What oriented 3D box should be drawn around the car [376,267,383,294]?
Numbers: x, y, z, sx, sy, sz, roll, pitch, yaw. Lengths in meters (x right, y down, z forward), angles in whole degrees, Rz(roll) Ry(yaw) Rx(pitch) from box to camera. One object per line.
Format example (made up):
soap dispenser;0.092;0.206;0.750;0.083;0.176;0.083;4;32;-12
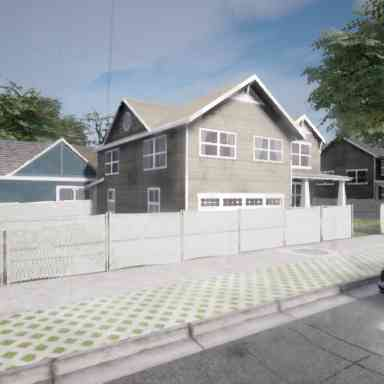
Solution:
car;6.341;1.545;7.365;5.357;1.411;2.033;0;0;-33
